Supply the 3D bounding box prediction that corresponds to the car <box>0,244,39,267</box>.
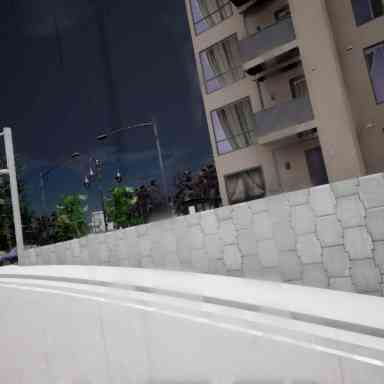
[{"bbox_3d":[-15.562,5.661,29.615,2.097,1.767,4.553,-15,-9,35],"label":"car"}]
